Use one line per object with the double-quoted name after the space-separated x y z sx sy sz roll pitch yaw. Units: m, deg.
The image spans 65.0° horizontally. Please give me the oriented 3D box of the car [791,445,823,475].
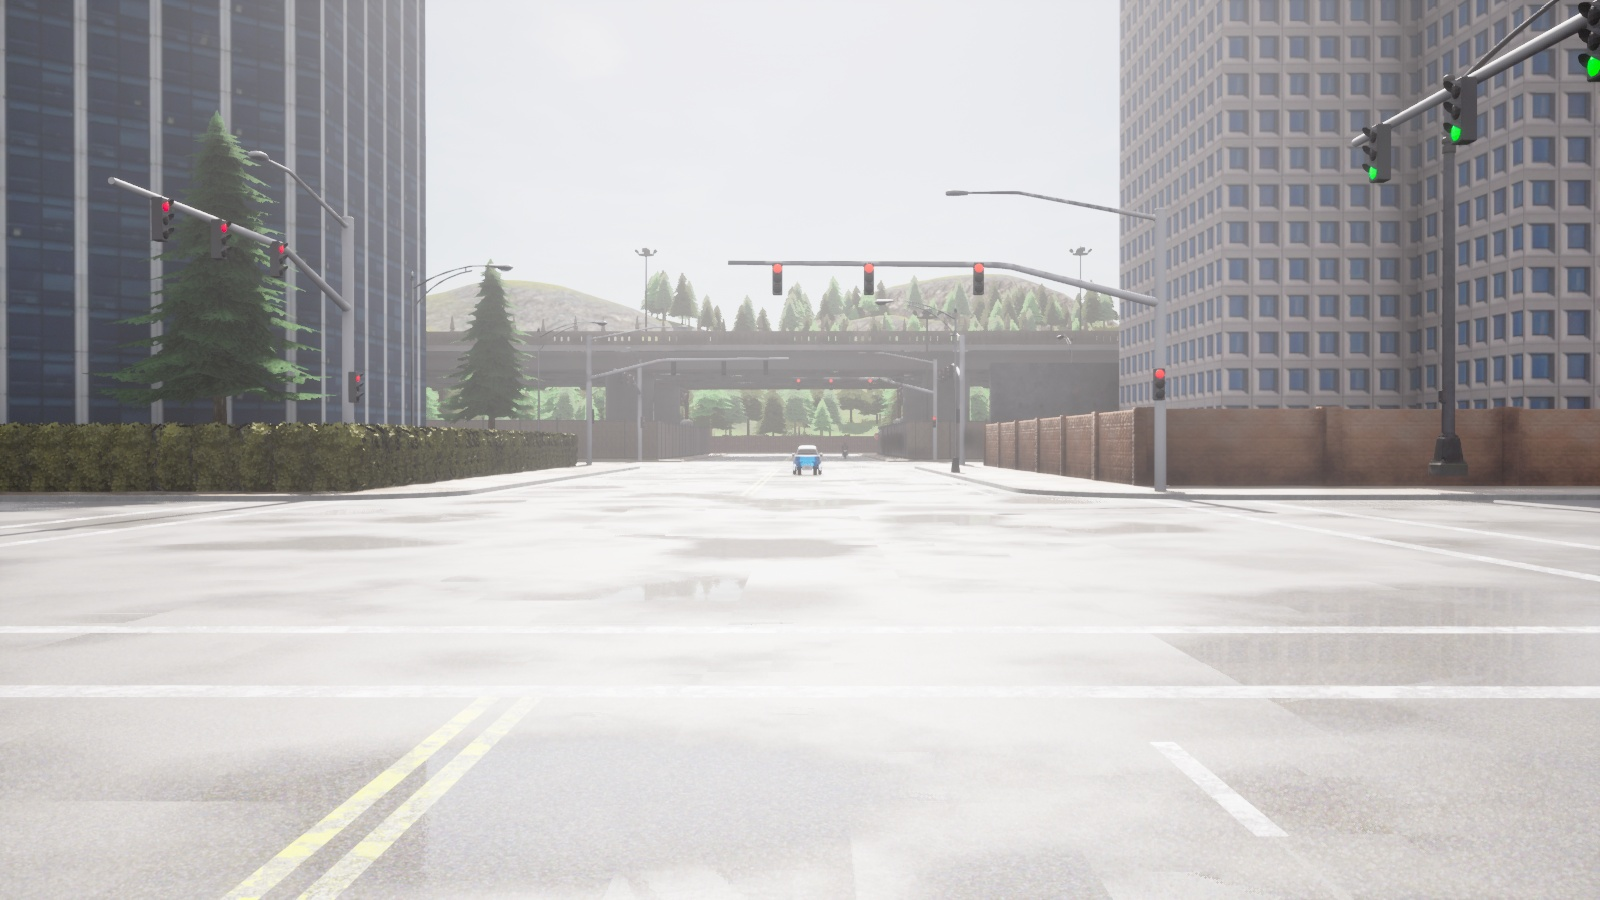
0.345 0.465 59.567 1.481 1.376 2.207 0 1 0 "car"
